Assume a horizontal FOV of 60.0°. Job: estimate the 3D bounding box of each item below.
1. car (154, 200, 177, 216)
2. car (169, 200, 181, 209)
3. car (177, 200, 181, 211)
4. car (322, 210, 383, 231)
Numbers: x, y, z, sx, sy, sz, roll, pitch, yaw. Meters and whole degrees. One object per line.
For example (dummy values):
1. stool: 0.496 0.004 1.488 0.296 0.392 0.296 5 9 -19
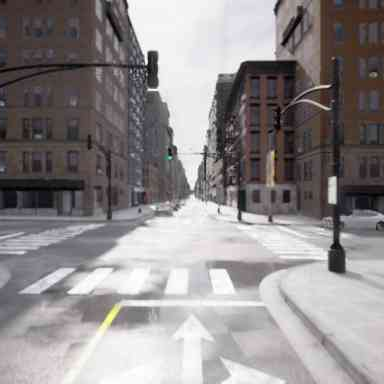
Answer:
1. car: -3.093 1.931 37.289 2.033 1.411 5.357 0 -1 0
2. car: -2.955 2.093 57.696 1.837 1.490 4.892 0 -1 0
3. car: -3.057 2.049 47.324 1.994 1.385 4.181 0 -1 0
4. car: 11.825 1.993 23.924 4.674 1.442 1.812 1 -1 2
